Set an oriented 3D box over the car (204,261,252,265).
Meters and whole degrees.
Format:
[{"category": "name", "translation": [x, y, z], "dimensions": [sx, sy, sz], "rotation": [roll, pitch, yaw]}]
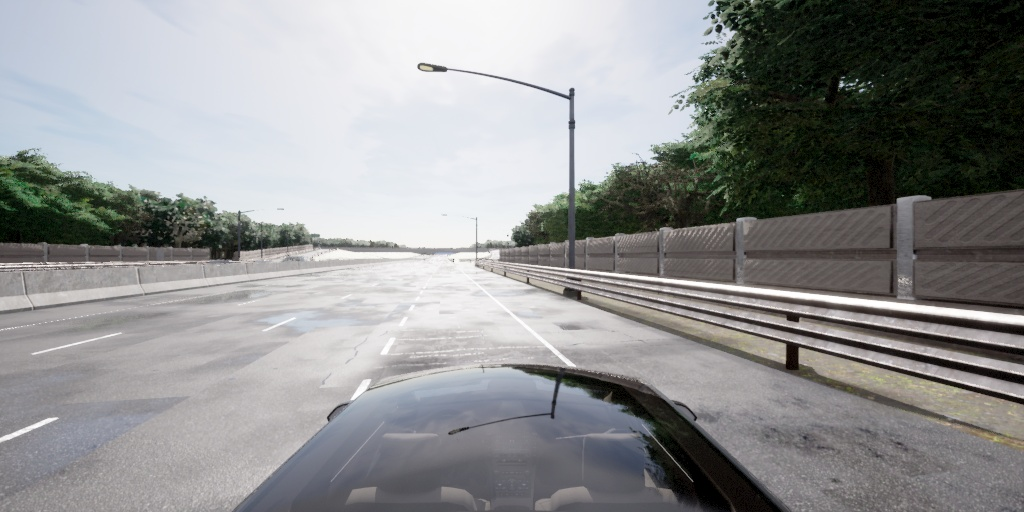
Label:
[{"category": "car", "translation": [-27.411, 1.369, 34.294], "dimensions": [1.895, 1.301, 4.718], "rotation": [0, 0, -11]}]
